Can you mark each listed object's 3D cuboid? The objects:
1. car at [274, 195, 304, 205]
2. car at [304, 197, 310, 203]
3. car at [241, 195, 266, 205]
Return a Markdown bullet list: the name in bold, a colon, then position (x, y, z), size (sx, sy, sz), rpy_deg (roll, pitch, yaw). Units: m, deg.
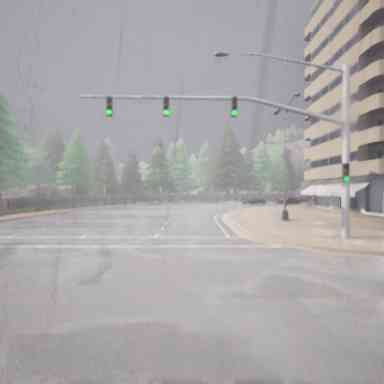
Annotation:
- **car**: position (14.979, 1.298, 52.466), size (4.674, 1.442, 1.812), rpy_deg (0, 0, -33)
- **car**: position (18.359, 1.243, 58.308), size (4.902, 1.511, 2.128), rpy_deg (0, 0, -22)
- **car**: position (9.758, 1.253, 52.420), size (4.902, 1.511, 2.128), rpy_deg (0, 0, -42)
